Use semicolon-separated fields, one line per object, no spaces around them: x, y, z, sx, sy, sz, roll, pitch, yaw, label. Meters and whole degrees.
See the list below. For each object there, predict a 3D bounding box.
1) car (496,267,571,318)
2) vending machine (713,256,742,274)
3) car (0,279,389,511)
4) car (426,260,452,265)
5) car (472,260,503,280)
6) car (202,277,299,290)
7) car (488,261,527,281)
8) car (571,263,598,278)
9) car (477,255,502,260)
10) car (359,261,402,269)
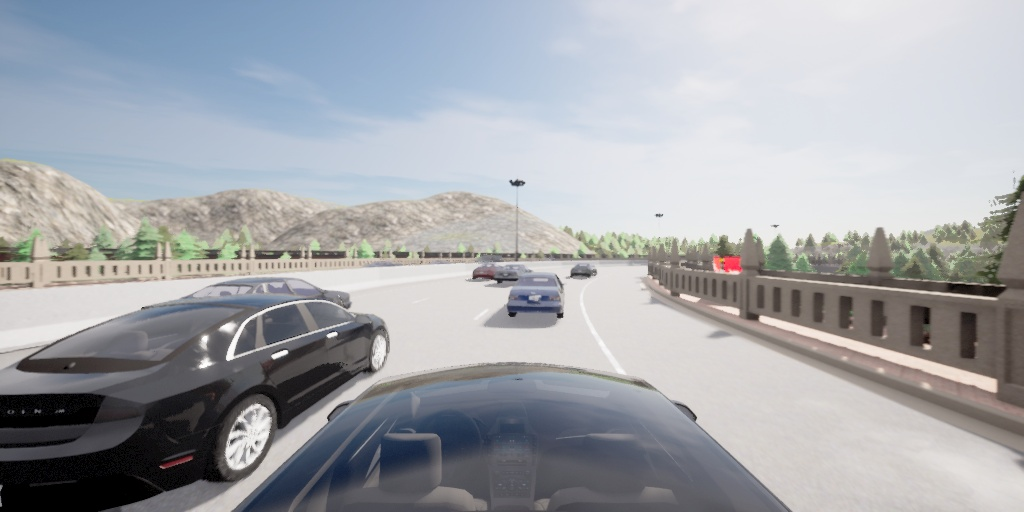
1.009;1.297;13.131;2.033;1.411;5.357;0;0;8;car
9.190;0.982;15.287;1.100;2.100;0.880;0;0;11;vending machine
-3.209;1.238;4.650;1.837;1.490;4.892;0;0;2;car
-8.735;1.236;42.634;2.033;1.411;5.357;0;0;24;car
-1.829;1.291;30.800;1.994;1.385;4.181;0;0;18;car
-6.443;1.263;9.516;2.033;1.411;5.357;0;0;6;car
0.292;1.287;26.186;2.033;1.411;5.357;0;0;17;car
6.895;1.330;34.159;1.994;1.385;4.181;0;0;22;car
-3.119;0.937;46.293;2.150;2.045;5.566;0;0;27;car
-14.079;1.214;38.802;2.033;1.411;5.357;0;0;21;car
